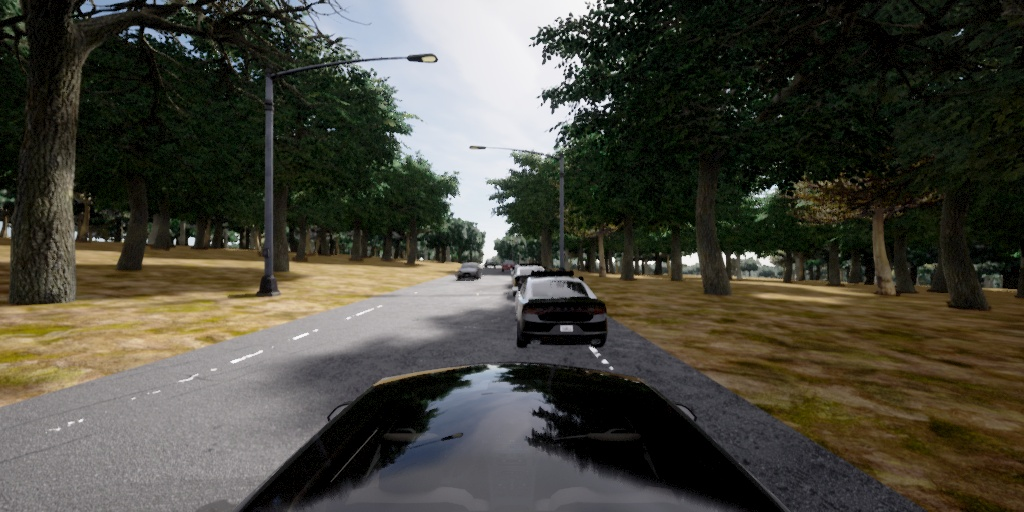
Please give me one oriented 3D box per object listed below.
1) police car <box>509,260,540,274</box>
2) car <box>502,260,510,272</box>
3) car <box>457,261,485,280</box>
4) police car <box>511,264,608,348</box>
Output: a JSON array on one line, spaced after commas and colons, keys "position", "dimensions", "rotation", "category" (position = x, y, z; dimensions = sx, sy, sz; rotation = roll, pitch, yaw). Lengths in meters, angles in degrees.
[{"position": [0.970, 1.208, 19.451], "dimensions": [1.930, 1.638, 5.238], "rotation": [-1, 0, 0], "category": "police car"}, {"position": [-0.409, 1.371, 51.681], "dimensions": [2.097, 1.767, 4.553], "rotation": [0, -1, -1], "category": "car"}, {"position": [-3.789, 1.377, 32.346], "dimensions": [1.837, 1.490, 4.892], "rotation": [0, 0, -1], "category": "car"}, {"position": [1.035, 1.185, 9.438], "dimensions": [1.930, 1.638, 5.238], "rotation": [0, 0, 0], "category": "police car"}]
